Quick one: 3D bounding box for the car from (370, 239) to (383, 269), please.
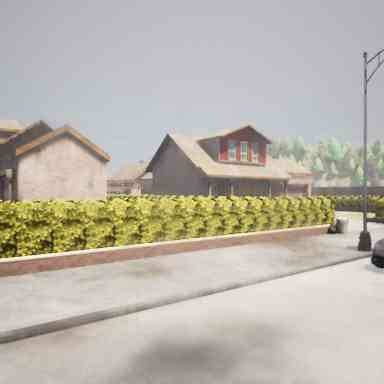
[{"bbox_3d":[7.169,1.586,9.945,4.181,1.385,1.994,0,0,-36],"label":"car"}]
